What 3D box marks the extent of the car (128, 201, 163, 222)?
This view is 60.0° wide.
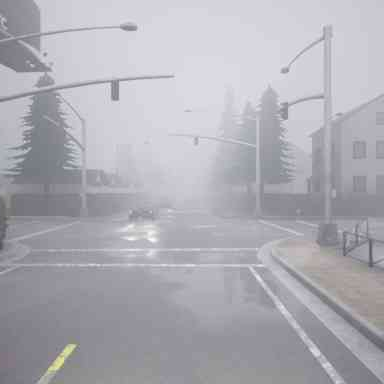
[{"bbox_3d":[-3.655,1.562,25.794,1.895,1.301,4.718,-1,-1,0],"label":"car"}]

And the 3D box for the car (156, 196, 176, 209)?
[{"bbox_3d":[-3.665,1.351,43.995,2.097,1.767,4.553,0,0,0],"label":"car"}]

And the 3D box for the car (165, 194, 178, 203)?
[{"bbox_3d":[-3.600,1.140,59.463,2.128,1.511,4.902,0,0,0],"label":"car"}]

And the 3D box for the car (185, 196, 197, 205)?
[{"bbox_3d":[-0.100,1.491,59.300,2.128,1.511,4.902,0,0,0],"label":"car"}]
